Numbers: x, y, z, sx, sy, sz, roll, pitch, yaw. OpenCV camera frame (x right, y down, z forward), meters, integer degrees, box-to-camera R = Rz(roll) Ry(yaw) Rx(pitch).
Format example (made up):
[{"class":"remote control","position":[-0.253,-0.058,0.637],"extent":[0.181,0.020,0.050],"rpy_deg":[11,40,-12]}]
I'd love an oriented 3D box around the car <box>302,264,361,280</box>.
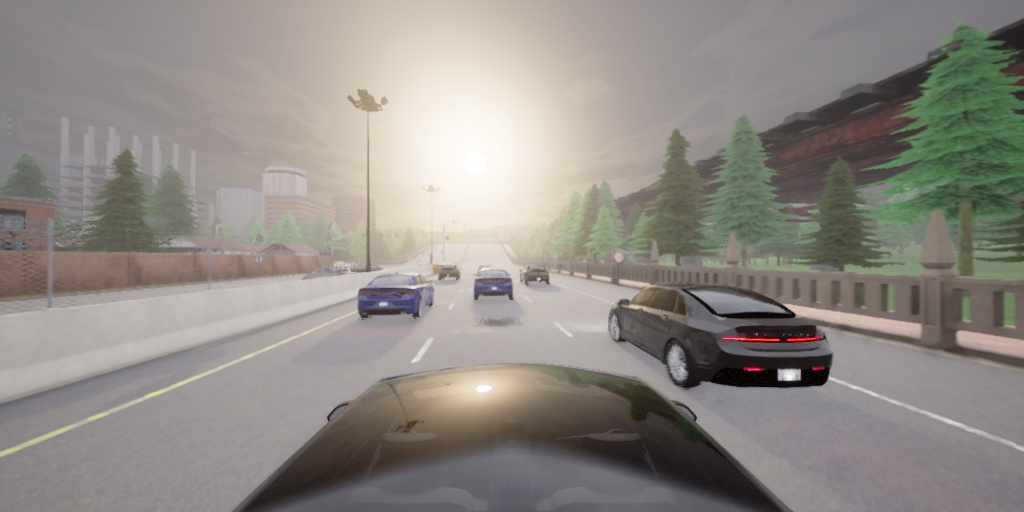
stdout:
[{"class":"car","position":[-12.187,1.451,23.906],"extent":[2.128,1.511,4.902],"rpy_deg":[0,0,-5]}]

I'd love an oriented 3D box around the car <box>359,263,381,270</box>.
[{"class":"car","position":[-17.513,1.726,44.829],"extent":[1.895,1.301,4.718],"rpy_deg":[0,0,-5]}]

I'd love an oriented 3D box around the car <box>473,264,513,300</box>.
[{"class":"car","position":[-1.019,1.345,18.811],"extent":[1.882,1.535,5.008],"rpy_deg":[0,0,-5]}]

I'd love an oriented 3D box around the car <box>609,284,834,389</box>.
[{"class":"car","position":[3.360,1.270,6.914],"extent":[1.837,1.490,4.892],"rpy_deg":[0,-1,-3]}]

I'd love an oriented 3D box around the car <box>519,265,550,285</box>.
[{"class":"car","position":[1.704,1.418,28.019],"extent":[1.837,1.490,4.892],"rpy_deg":[0,-1,-5]}]

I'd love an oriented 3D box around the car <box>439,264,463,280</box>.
[{"class":"car","position":[-5.845,1.496,34.011],"extent":[1.837,1.490,4.892],"rpy_deg":[0,-1,-5]}]

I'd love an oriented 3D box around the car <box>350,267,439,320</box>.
[{"class":"car","position":[-4.078,1.325,13.293],"extent":[1.882,1.535,5.008],"rpy_deg":[0,-1,-4]}]
